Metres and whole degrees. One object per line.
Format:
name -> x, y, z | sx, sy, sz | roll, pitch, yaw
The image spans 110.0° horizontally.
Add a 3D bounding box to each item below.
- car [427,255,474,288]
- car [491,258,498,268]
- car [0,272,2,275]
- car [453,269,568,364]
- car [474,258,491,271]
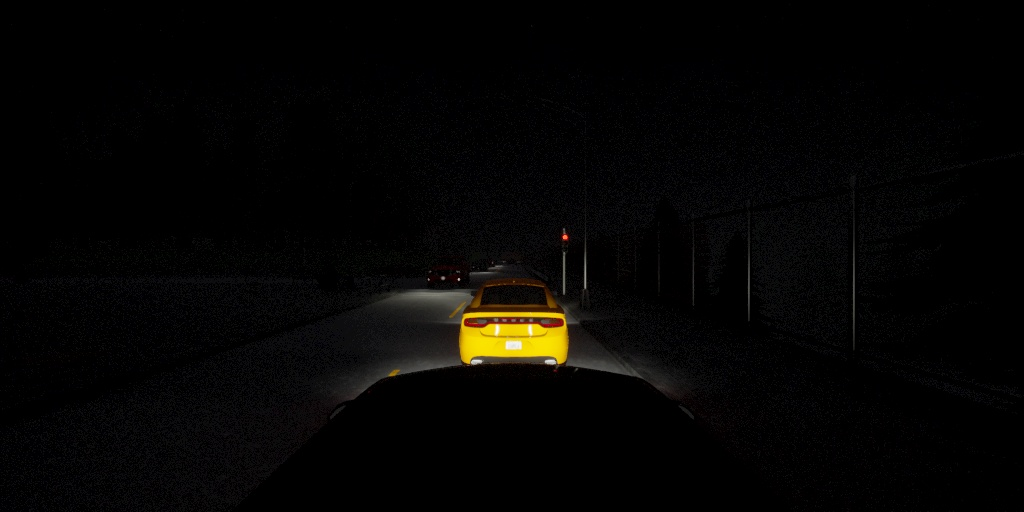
car -> -4.100, 0.972, 24.105 | 2.150, 2.045, 5.566 | 0, 0, 0
car -> -4.070, 1.101, 61.582 | 2.097, 1.767, 4.553 | 0, 0, 0
car -> -48.083, 1.297, 31.190 | 5.357, 1.411, 2.033 | 0, 0, 1
car -> 0.047, 1.228, 8.009 | 1.882, 1.535, 5.008 | 0, 0, 0
car -> -4.096, 1.253, 45.982 | 1.837, 1.490, 4.892 | 0, 1, 0
